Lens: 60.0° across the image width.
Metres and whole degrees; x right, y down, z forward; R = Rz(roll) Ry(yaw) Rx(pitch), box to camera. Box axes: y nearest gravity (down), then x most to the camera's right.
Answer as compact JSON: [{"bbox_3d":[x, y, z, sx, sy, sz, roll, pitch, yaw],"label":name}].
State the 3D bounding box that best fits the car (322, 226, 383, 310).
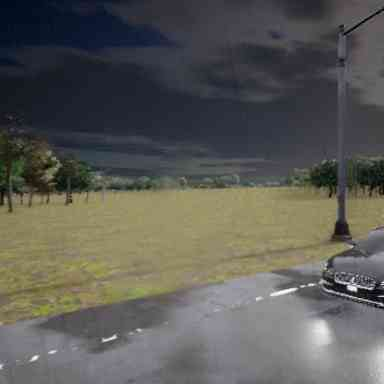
[{"bbox_3d":[4.908,1.515,7.493,4.892,1.490,1.837,0,0,-35],"label":"car"}]
